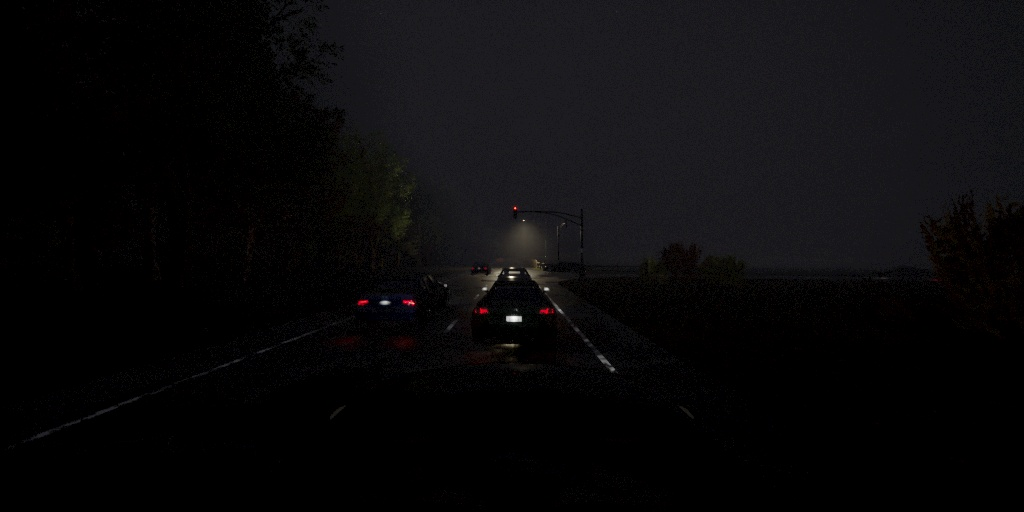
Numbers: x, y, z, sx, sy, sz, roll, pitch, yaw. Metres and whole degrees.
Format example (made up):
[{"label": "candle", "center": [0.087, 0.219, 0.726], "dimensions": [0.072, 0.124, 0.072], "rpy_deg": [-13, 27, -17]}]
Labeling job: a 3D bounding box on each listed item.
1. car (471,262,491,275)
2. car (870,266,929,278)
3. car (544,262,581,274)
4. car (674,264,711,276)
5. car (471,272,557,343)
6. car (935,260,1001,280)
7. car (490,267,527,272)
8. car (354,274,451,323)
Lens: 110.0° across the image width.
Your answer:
[{"label": "car", "center": [-3.357, 1.304, 39.209], "dimensions": [2.033, 1.411, 5.357], "rpy_deg": [0, 0, 0]}, {"label": "car", "center": [44.976, 1.846, 41.645], "dimensions": [5.357, 1.411, 2.033], "rpy_deg": [1, -1, 1]}, {"label": "car", "center": [6.323, 1.417, 44.074], "dimensions": [4.892, 1.490, 1.837], "rpy_deg": [1, 0, 26]}, {"label": "car", "center": [21.070, 1.601, 41.809], "dimensions": [4.181, 1.385, 1.994], "rpy_deg": [1, -1, 0]}, {"label": "car", "center": [0.093, 1.316, 9.674], "dimensions": [1.994, 1.385, 4.181], "rpy_deg": [0, 0, 1]}, {"label": "car", "center": [48.592, 1.499, 38.058], "dimensions": [5.566, 2.045, 2.150], "rpy_deg": [1, -1, 0]}, {"label": "car", "center": [0.121, 1.301, 18.879], "dimensions": [2.033, 1.411, 5.357], "rpy_deg": [0, 0, 0]}, {"label": "car", "center": [-3.383, 1.300, 12.078], "dimensions": [2.033, 1.411, 5.357], "rpy_deg": [0, 0, 0]}]
